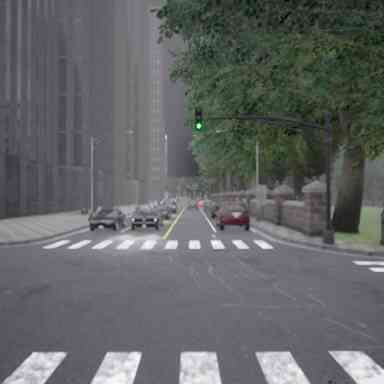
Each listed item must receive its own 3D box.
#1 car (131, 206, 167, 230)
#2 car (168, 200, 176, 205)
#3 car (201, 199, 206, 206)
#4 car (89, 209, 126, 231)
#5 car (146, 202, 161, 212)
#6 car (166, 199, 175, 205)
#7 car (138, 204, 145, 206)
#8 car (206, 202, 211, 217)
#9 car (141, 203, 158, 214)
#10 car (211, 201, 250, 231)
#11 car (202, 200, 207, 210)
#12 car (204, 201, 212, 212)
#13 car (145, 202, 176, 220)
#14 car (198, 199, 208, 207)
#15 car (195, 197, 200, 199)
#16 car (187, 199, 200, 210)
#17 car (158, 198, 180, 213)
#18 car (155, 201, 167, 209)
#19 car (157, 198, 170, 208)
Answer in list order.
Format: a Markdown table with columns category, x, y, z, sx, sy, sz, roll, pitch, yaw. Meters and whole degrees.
| category | x | y | z | sx | sy | sz | roll | pitch | yaw |
| --- | --- | --- | --- | --- | --- | --- | --- | --- | --- |
| car | -3.084 | 1.913 | 23.633 | 1.895 | 1.301 | 4.718 | 0 | -1 | 0 |
| car | -5.700 | 2.847 | 94.124 | 2.008 | 1.369 | 4.403 | 0 | -1 | 0 |
| car | 2.796 | 2.122 | 50.474 | 1.967 | 1.590 | 4.097 | 0 | -1 | 0 |
| car | -5.748 | 1.872 | 23.189 | 1.947 | 1.339 | 4.313 | 0 | -1 | 0 |
| car | -5.729 | 2.263 | 50.471 | 1.802 | 1.307 | 4.206 | 0 | -1 | 0 |
| car | -5.703 | 2.658 | 88.669 | 1.967 | 1.590 | 4.097 | 0 | -1 | 0 |
| car | -5.737 | 2.082 | 39.558 | 2.008 | 1.369 | 4.403 | 0 | -1 | 0 |
| car | 2.785 | 2.022 | 34.104 | 1.947 | 1.339 | 4.313 | 0 | -1 | 0 |
| car | -5.733 | 2.188 | 45.014 | 1.802 | 1.307 | 4.206 | 0 | -1 | 0 |
| car | 2.778 | 1.621 | 23.196 | 2.192 | 1.841 | 5.009 | 0 | -1 | 0 |
| car | 2.792 | 2.157 | 45.016 | 2.008 | 1.369 | 4.403 | 0 | -1 | 0 |
| car | 2.789 | 2.082 | 39.560 | 2.008 | 1.369 | 4.403 | 0 | -1 | 0 |
| car | -3.073 | 1.994 | 33.451 | 2.033 | 1.411 | 5.357 | 0 | -1 | 1 |
| car | 2.437 | 2.361 | 73.816 | 2.097 | 1.767 | 4.553 | 0 | -1 | 0 |
| car | 0.145 | 2.273 | 67.723 | 2.097 | 1.767 | 4.553 | 0 | -1 | 0 |
| car | 0.142 | 2.323 | 57.299 | 2.033 | 1.411 | 5.357 | 0 | -1 | 0 |
| car | -3.059 | 1.941 | 43.727 | 2.097 | 1.767 | 4.553 | 0 | -1 | 0 |
| car | -5.722 | 2.414 | 61.384 | 1.802 | 1.307 | 4.206 | 0 | -1 | 0 |
| car | -5.718 | 2.223 | 66.844 | 2.192 | 1.841 | 5.009 | 0 | -1 | 0 |
